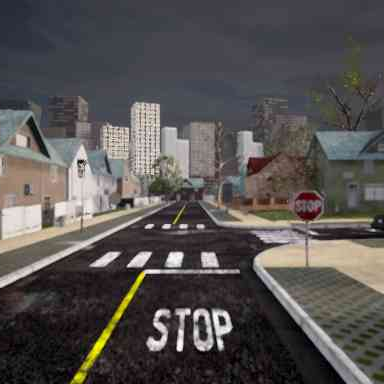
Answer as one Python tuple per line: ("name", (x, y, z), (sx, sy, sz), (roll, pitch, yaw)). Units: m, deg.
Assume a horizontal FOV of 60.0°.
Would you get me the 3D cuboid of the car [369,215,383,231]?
("car", (11.500, 1.375, 15.857), (5.357, 1.411, 2.033), (-2, -1, 1))
